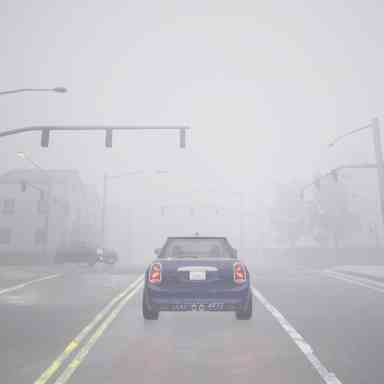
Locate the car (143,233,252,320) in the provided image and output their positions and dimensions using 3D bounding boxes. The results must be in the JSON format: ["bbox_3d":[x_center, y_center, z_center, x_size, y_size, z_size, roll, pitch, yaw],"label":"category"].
[{"bbox_3d":[0.103,1.809,8.252,2.097,1.767,4.553,0,-7,0],"label":"car"}]

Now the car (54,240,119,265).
[{"bbox_3d":[-7.239,4.131,22.918,4.553,1.767,2.097,-6,-13,27],"label":"car"}]
